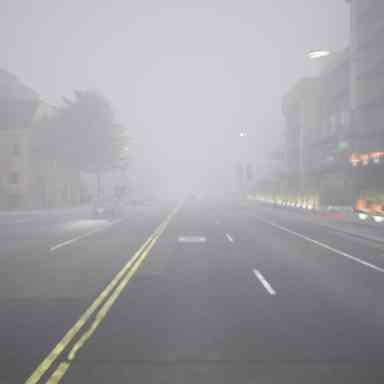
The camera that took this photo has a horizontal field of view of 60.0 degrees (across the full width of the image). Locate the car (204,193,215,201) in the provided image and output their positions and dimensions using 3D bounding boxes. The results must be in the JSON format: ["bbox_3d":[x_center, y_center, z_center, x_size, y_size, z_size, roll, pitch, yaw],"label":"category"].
[{"bbox_3d":[3.402,0.930,65.525,2.128,1.511,4.902,0,0,0],"label":"car"}]

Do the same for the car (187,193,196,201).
[{"bbox_3d":[-0.098,0.929,65.516,1.882,1.535,5.008,0,0,0],"label":"car"}]

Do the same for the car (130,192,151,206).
[{"bbox_3d":[-7.142,1.155,45.025,1.812,1.442,4.674,0,1,0],"label":"car"}]

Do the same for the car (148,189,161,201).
[{"bbox_3d":[-7.110,0.852,61.951,2.097,1.767,4.553,0,0,0],"label":"car"}]

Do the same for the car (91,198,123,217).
[{"bbox_3d":[-7.133,1.263,28.345,2.128,1.511,4.902,0,0,0],"label":"car"}]
